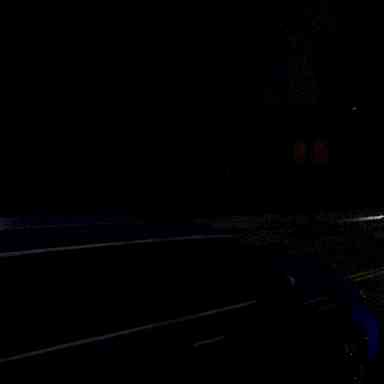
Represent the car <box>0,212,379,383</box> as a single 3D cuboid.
[{"bbox_3d":[-0.564,1.215,3.039,5.566,2.045,2.150,0,0,-35],"label":"car"}]
